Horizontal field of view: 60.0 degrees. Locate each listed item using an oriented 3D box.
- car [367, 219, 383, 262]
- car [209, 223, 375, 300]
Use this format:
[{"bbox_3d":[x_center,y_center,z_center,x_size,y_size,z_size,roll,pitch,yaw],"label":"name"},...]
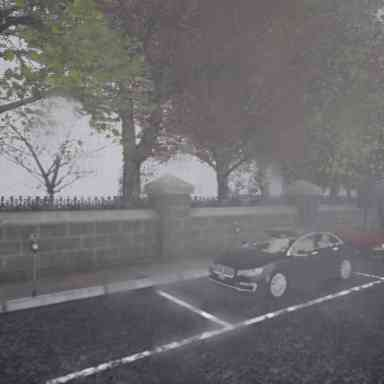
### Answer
[{"bbox_3d":[6.904,1.616,11.641,4.507,1.381,1.887,0,0,-36],"label":"car"},{"bbox_3d":[2.424,1.590,8.381,4.403,1.369,2.008,0,0,-36],"label":"car"}]
